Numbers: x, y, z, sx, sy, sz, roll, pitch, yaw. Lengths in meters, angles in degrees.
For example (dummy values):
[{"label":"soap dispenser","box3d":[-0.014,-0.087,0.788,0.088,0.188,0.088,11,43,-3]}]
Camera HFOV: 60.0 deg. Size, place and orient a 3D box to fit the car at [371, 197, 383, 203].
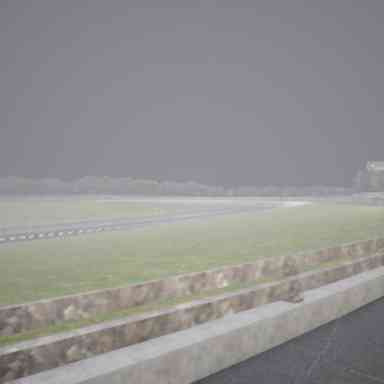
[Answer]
[{"label":"car","box3d":[42.645,1.847,76.026,1.837,1.490,4.892,0,-1,1]}]
